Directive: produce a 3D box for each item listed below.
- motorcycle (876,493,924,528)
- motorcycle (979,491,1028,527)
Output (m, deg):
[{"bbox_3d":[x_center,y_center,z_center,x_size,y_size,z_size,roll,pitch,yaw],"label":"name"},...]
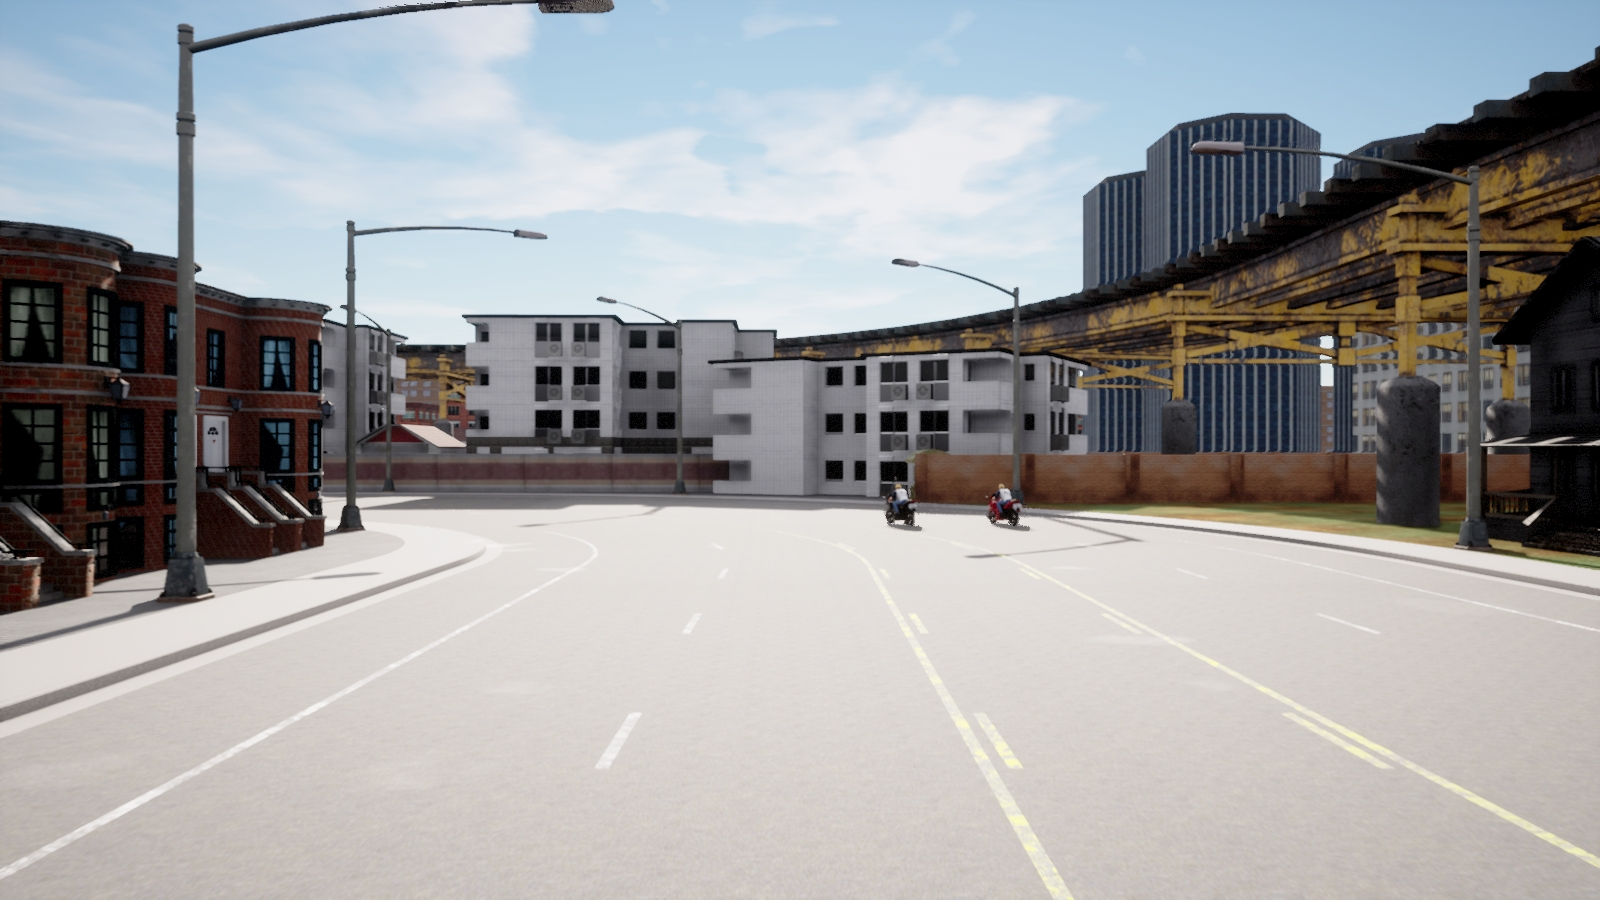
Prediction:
[{"bbox_3d":[3.643,2.182,41.702,0.803,1.145,2.033,-1,1,-25],"label":"motorcycle"},{"bbox_3d":[7.426,2.143,41.802,0.803,1.224,2.033,-1,0,-22],"label":"motorcycle"}]
